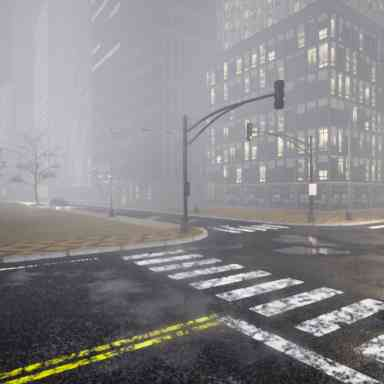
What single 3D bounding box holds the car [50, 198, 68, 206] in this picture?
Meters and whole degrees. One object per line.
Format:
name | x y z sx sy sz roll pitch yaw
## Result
car | -21.724 1.606 54.213 1.895 1.301 4.718 0 0 -35
